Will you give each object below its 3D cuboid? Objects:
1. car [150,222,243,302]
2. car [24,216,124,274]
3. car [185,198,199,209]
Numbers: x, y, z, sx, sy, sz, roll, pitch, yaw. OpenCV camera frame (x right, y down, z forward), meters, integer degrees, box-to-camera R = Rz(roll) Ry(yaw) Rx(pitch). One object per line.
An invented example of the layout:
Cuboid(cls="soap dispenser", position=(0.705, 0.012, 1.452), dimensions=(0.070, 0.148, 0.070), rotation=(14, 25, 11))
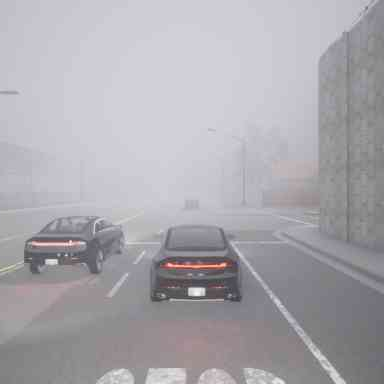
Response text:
Cuboid(cls="car", position=(0.078, 1.505, 8.265), dimensions=(1.837, 1.490, 4.892), rotation=(0, 0, 0))
Cuboid(cls="car", position=(-3.429, 1.492, 10.533), dimensions=(2.128, 1.511, 4.902), rotation=(0, 0, 0))
Cuboid(cls="car", position=(-0.022, 1.492, 44.231), dimensions=(2.128, 1.511, 4.902), rotation=(0, 0, 0))
